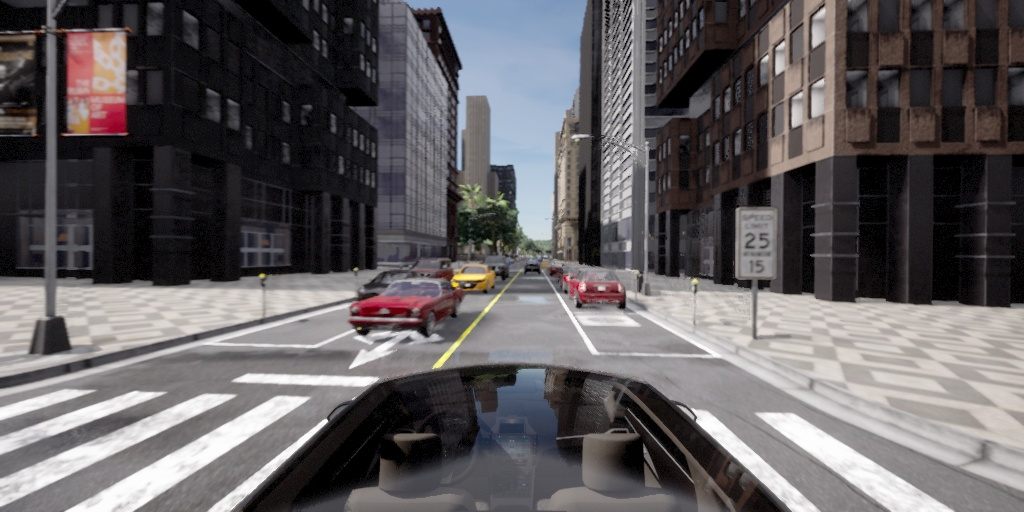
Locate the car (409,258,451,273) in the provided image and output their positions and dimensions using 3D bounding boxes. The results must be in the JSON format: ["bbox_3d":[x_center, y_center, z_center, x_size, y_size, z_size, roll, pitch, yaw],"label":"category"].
[{"bbox_3d":[-4.751,1.030,21.125,2.192,1.841,5.009,0,0,3],"label":"car"}]

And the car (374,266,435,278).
[{"bbox_3d":[-5.073,1.278,15.709,1.948,1.339,4.313,0,0,3],"label":"car"}]

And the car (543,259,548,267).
[{"bbox_3d":[5.377,1.339,47.863,1.751,1.417,4.829,0,0,3],"label":"car"}]

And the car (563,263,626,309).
[{"bbox_3d":[3.437,1.225,15.201,1.967,1.591,4.097,0,0,3],"label":"car"}]

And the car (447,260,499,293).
[{"bbox_3d":[-2.094,1.216,20.744,1.882,1.535,5.008,0,0,4],"label":"car"}]

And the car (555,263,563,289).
[{"bbox_3d":[3.759,1.229,20.616,1.967,1.591,4.097,0,0,3],"label":"car"}]

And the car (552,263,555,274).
[{"bbox_3d":[4.080,1.375,26.032,1.802,1.307,4.207,0,0,3],"label":"car"}]

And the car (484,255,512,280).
[{"bbox_3d":[-1.473,0.968,31.064,2.150,2.045,5.566,0,0,4],"label":"car"}]

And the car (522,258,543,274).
[{"bbox_3d":[2.342,1.289,41.574,1.837,1.490,4.892,0,0,3],"label":"car"}]

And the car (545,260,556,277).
[{"bbox_3d":[4.724,1.347,36.862,1.888,1.381,4.507,0,0,3],"label":"car"}]

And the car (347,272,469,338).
[{"bbox_3d":[-2.745,1.332,10.370,1.895,1.301,4.718,0,0,4],"label":"car"}]
